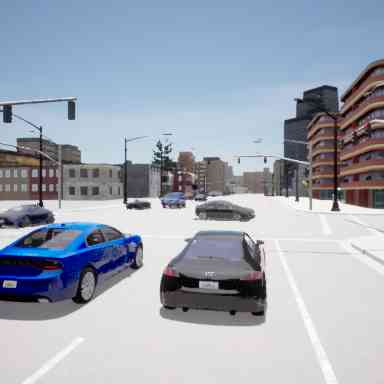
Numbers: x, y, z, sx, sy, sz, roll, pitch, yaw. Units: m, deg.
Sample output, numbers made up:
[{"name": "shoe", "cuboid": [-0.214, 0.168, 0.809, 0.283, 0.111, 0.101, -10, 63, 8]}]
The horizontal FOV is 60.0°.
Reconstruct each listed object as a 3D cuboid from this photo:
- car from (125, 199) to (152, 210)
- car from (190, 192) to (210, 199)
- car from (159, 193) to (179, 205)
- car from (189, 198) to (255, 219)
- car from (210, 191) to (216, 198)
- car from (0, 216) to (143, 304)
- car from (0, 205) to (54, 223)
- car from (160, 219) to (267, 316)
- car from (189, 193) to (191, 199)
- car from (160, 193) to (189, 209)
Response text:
[{"name": "car", "cuboid": [-6.590, 1.533, 41.307, 1.895, 1.301, 4.718, 0, 0, 11]}, {"name": "car", "cuboid": [1.682, 1.113, 65.119, 2.033, 1.411, 5.357, 0, 1, 11]}, {"name": "car", "cuboid": [-3.809, 1.101, 55.485, 2.097, 1.767, 4.553, 0, 1, 11]}, {"name": "car", "cuboid": [2.511, 1.479, 26.166, 4.892, 1.490, 1.837, 0, 2, 32]}, {"name": "car", "cuboid": [4.611, 0.613, 80.071, 1.812, 1.442, 4.674, 0, 1, 11]}, {"name": "car", "cuboid": [-2.747, 1.478, 8.312, 1.882, 1.535, 5.008, 0, 0, 11]}, {"name": "car", "cuboid": [-10.949, 1.557, 21.825, 1.994, 1.385, 4.181, -1, 0, 12]}, {"name": "car", "cuboid": [0.690, 1.564, 7.665, 1.994, 1.385, 4.181, 0, 0, 12]}, {"name": "car", "cuboid": [-0.805, 0.958, 70.527, 1.882, 1.535, 5.008, 0, 1, 11]}, {"name": "car", "cuboid": [-2.372, 1.112, 44.587, 2.150, 2.045, 5.566, 0, 1, 11]}]
